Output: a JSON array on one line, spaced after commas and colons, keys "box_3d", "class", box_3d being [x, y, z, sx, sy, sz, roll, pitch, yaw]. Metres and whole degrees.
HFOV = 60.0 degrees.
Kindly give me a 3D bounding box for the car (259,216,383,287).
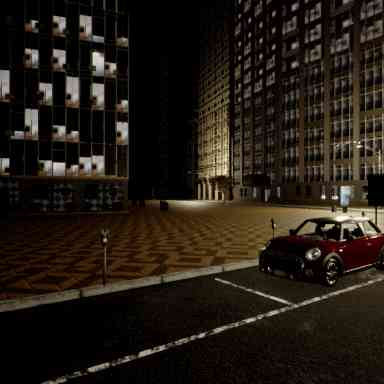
[{"box_3d": [3.741, 1.439, 9.234, 4.097, 1.590, 1.967, 0, 0, -36], "class": "car"}]
